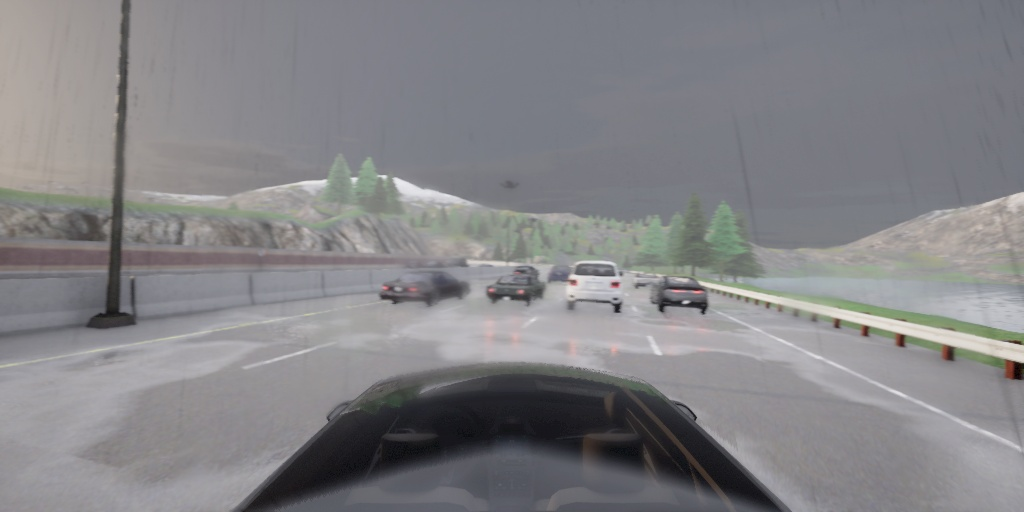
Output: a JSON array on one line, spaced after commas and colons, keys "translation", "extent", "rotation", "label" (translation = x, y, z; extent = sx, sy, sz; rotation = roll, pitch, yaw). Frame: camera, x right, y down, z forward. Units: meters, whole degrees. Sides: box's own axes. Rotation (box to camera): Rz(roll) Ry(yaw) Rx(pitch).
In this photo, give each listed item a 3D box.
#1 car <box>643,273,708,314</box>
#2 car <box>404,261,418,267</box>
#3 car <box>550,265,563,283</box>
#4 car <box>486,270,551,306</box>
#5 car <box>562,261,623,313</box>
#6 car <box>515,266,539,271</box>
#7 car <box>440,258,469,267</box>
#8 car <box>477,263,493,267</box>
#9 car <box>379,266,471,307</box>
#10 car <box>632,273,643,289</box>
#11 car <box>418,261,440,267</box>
[{"translation": [7.388, 1.640, 16.190], "extent": [2.128, 1.511, 4.902], "rotation": [2, -1, 16], "label": "car"}, {"translation": [-14.950, 1.461, 55.140], "extent": [1.994, 1.385, 4.181], "rotation": [2, -1, 13], "label": "car"}, {"translation": [4.641, 1.606, 32.716], "extent": [2.097, 1.767, 4.553], "rotation": [2, -1, 16], "label": "car"}, {"translation": [0.391, 1.542, 17.158], "extent": [1.895, 1.301, 4.718], "rotation": [2, -1, 16], "label": "car"}, {"translation": [3.783, 1.258, 16.226], "extent": [2.150, 2.045, 5.566], "rotation": [2, -1, 15], "label": "car"}, {"translation": [1.363, 1.673, 34.003], "extent": [1.837, 1.490, 4.892], "rotation": [2, 0, 16], "label": "car"}, {"translation": [-8.169, 1.311, 53.316], "extent": [2.150, 2.045, 5.566], "rotation": [2, -1, 14], "label": "car"}, {"translation": [-4.163, 1.804, 55.300], "extent": [1.994, 1.385, 4.181], "rotation": [2, -1, 13], "label": "car"}, {"translation": [-3.596, 1.348, 15.903], "extent": [2.033, 1.411, 5.357], "rotation": [2, -1, 16], "label": "car"}, {"translation": [11.082, 2.025, 29.786], "extent": [1.895, 1.301, 4.718], "rotation": [2, -1, 16], "label": "car"}, {"translation": [-11.686, 1.461, 53.732], "extent": [1.882, 1.535, 5.008], "rotation": [2, -1, 14], "label": "car"}]
